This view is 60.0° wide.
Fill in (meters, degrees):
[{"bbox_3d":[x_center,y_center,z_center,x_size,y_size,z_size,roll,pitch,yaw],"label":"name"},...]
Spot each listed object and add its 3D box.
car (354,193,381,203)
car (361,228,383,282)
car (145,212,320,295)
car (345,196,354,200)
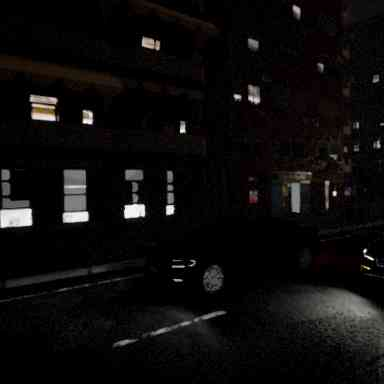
[{"bbox_3d":[22.404,0.741,43.578,1.802,1.307,4.206,-3,1,-37],"label":"car"},{"bbox_3d":[5.940,1.268,7.926,4.892,1.490,1.837,-1,1,-35],"label":"car"},{"bbox_3d":[1.213,1.327,8.547,5.008,1.535,1.882,-2,1,-36],"label":"car"},{"bbox_3d":[15.431,0.701,38.452,2.192,1.841,5.009,-3,1,-37],"label":"car"}]
